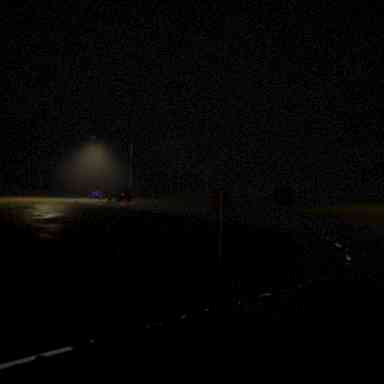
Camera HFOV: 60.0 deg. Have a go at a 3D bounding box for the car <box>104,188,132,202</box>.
[{"bbox_3d":[-11.163,0.479,51.341,2.150,2.045,5.566,1,0,-35],"label":"car"}]

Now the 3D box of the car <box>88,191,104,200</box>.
[{"bbox_3d":[-17.200,0.583,59.800,1.812,1.442,4.674,1,1,-35],"label":"car"}]
